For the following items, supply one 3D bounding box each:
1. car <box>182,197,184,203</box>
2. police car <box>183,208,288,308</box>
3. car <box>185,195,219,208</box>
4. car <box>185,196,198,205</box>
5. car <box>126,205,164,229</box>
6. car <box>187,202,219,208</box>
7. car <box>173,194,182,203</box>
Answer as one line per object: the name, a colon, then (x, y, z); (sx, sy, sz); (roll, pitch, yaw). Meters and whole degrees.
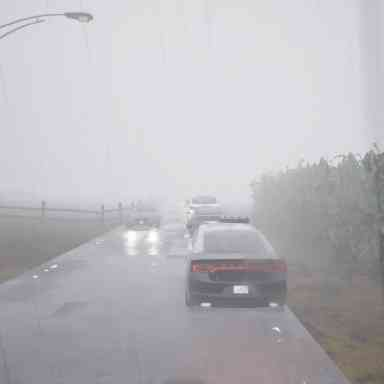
car: (-0.013, 1.419, 46.376); (1.882, 1.535, 5.008); (0, 0, 1)
police car: (0.814, 1.420, 8.131); (1.930, 1.638, 5.238); (0, 0, 0)
car: (0.794, 1.197, 24.050); (2.150, 2.045, 5.566); (0, 0, 0)
car: (-0.069, 1.452, 59.821); (2.128, 1.511, 4.902); (0, 0, 0)
car: (-2.877, 1.544, 21.018); (1.994, 1.385, 4.181); (0, 0, 0)
car: (0.803, 1.490, 18.021); (1.837, 1.490, 4.892); (0, 0, 0)
car: (-2.829, 1.342, 68.345); (2.097, 1.767, 4.553); (0, 0, 0)
